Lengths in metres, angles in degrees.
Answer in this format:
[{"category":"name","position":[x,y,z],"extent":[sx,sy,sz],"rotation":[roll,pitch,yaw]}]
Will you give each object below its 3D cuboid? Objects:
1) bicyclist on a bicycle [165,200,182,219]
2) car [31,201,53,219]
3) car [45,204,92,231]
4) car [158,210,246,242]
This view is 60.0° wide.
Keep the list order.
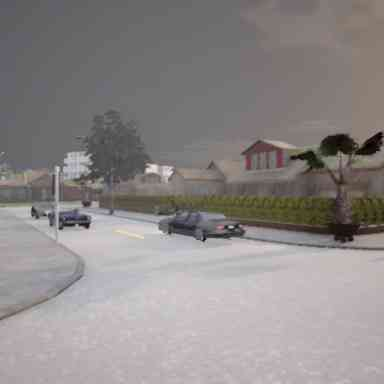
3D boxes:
[{"category":"bicyclist on a bicycle","position":[-1.448,1.459,27.065],"extent":[1.656,1.620,0.582],"rotation":[0,0,-32]},{"category":"car","position":[-13.417,1.628,30.281],"extent":[2.128,1.511,4.902],"rotation":[0,0,-32]},{"category":"car","position":[-8.076,1.698,21.843],"extent":[1.895,1.301,4.718],"rotation":[0,0,-32]},{"category":"car","position":[0.309,1.615,16.803],"extent":[2.033,1.411,5.357],"rotation":[0,0,-35]}]
